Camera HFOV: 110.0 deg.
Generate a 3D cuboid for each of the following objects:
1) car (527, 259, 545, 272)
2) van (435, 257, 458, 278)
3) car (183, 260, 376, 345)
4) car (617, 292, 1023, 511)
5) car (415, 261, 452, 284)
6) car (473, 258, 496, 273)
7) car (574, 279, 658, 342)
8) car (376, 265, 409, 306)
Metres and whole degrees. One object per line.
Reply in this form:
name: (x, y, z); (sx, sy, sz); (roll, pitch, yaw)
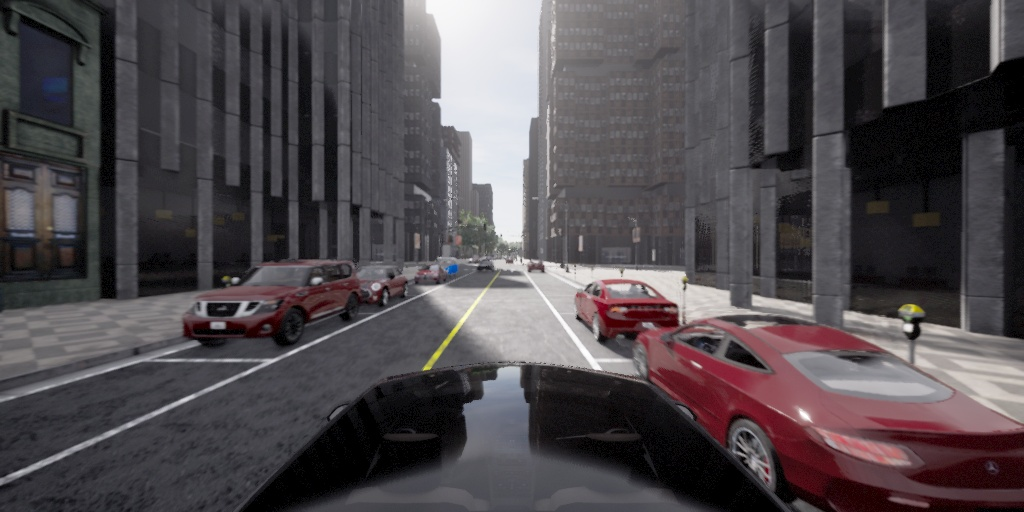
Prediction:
car: (2.777, 1.075, 42.185); (1.967, 1.591, 4.097); (0, 0, 0)
van: (-5.752, 1.000, 31.304); (1.690, 1.789, 3.998); (0, 0, 0)
car: (-5.760, 1.032, 9.542); (2.192, 1.841, 5.009); (0, 0, 0)
car: (2.763, 1.322, 4.104); (1.802, 1.307, 4.207); (0, 0, 0)
car: (-5.754, 1.252, 25.863); (1.802, 1.307, 4.207); (0, 0, 0)
car: (-3.021, 1.237, 42.094); (1.895, 1.301, 4.718); (0, 0, 1)
car: (2.765, 1.262, 9.543); (1.888, 1.381, 4.507); (0, 0, 0)
car: (-5.758, 1.137, 14.983); (1.967, 1.591, 4.097); (0, 0, 0)
